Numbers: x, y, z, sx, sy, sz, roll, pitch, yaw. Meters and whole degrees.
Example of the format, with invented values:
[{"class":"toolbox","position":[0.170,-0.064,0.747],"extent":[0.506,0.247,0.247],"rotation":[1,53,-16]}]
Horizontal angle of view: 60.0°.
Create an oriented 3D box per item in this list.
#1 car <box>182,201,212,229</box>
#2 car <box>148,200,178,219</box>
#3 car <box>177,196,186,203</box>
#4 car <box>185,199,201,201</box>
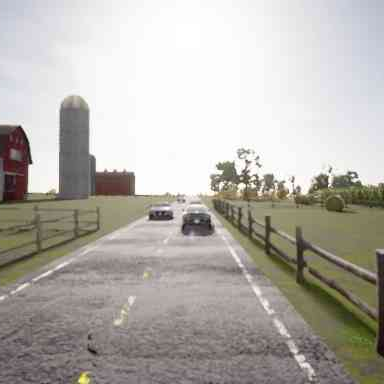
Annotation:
[{"class":"car","position":[0.315,1.541,21.771],"extent":[1.812,1.442,4.674],"rotation":[0,0,1]},{"class":"car","position":[-2.563,1.582,28.744],"extent":[1.994,1.385,4.181],"rotation":[0,0,1]},{"class":"car","position":[-2.144,1.566,70.115],"extent":[2.128,1.511,4.902],"rotation":[0,0,0]},{"class":"car","position":[0.490,1.601,43.017],"extent":[1.994,1.385,4.181],"rotation":[0,0,1]}]
